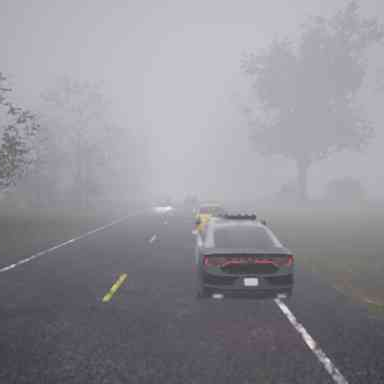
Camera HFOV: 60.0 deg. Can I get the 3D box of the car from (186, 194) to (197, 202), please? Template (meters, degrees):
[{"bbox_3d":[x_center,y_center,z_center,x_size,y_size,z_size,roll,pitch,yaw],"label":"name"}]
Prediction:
[{"bbox_3d":[-0.089,1.058,59.700,1.994,1.385,4.181,0,1,0],"label":"car"}]

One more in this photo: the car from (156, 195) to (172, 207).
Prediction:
[{"bbox_3d":[-3.658,1.126,44.617,2.128,1.511,4.902,0,0,0],"label":"car"}]

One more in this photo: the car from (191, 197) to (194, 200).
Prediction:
[{"bbox_3d":[1.014,1.334,24.330,1.812,1.442,4.674,0,0,0],"label":"car"}]

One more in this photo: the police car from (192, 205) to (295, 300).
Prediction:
[{"bbox_3d":[1.037,1.359,8.438,1.930,1.638,5.238,0,0,0],"label":"police car"}]

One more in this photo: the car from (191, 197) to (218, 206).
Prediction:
[{"bbox_3d":[1.023,1.310,18.518,1.801,1.575,5.366,0,0,0],"label":"car"}]

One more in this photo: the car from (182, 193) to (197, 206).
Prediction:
[{"bbox_3d":[-0.033,1.106,45.315,1.882,1.535,5.008,0,1,0],"label":"car"}]
